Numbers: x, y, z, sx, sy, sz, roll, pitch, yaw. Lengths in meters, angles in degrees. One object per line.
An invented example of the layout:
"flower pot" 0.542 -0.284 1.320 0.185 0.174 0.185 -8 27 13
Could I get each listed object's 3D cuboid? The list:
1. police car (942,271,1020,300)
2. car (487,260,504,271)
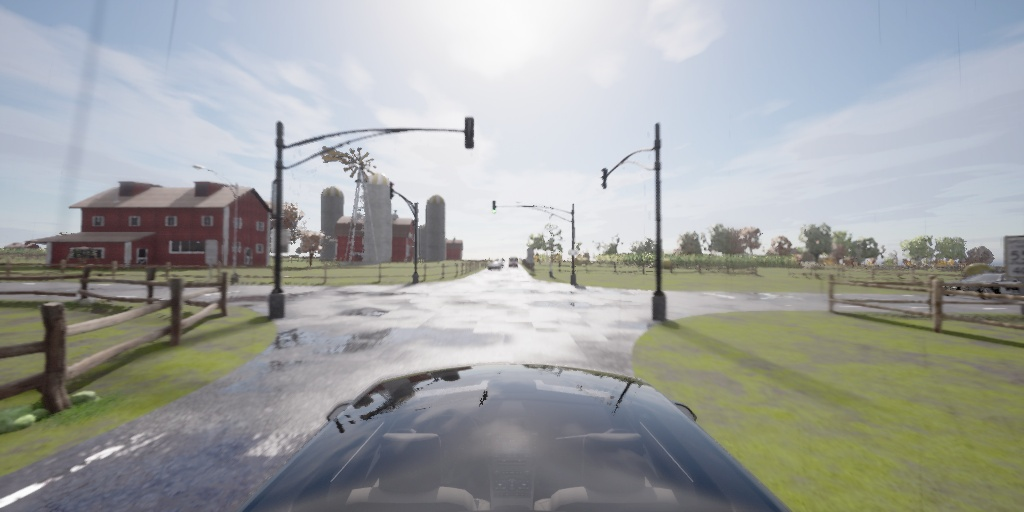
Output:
"police car" 27.874 1.668 20.782 5.238 1.638 1.930 1 -1 0
"car" -2.613 1.504 54.771 1.994 1.385 4.181 0 0 1
